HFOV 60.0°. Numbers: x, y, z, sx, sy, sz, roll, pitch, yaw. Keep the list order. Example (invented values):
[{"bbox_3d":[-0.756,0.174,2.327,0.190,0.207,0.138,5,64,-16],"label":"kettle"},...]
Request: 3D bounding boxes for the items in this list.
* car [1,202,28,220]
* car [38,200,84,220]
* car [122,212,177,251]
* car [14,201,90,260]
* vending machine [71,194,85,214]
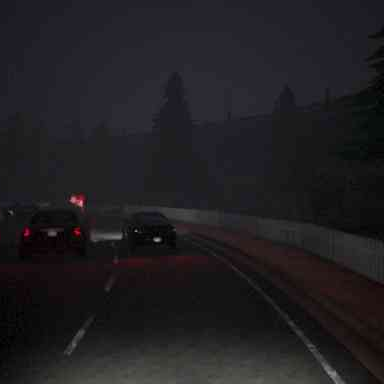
[{"bbox_3d":[-13.934,1.571,27.033,4.902,1.511,2.128,0,0,44],"label":"car"},{"bbox_3d":[-11.812,1.565,29.754,5.008,1.535,1.882,0,-1,43],"label":"car"},{"bbox_3d":[-1.927,1.568,14.320,1.812,1.442,4.674,0,0,-17],"label":"car"},{"bbox_3d":[-5.155,1.392,12.999,2.097,1.767,4.553,0,0,-15],"label":"car"},{"bbox_3d":[-12.160,1.300,35.437,0.880,2.100,1.100,0,0,36],"label":"vending machine"}]
